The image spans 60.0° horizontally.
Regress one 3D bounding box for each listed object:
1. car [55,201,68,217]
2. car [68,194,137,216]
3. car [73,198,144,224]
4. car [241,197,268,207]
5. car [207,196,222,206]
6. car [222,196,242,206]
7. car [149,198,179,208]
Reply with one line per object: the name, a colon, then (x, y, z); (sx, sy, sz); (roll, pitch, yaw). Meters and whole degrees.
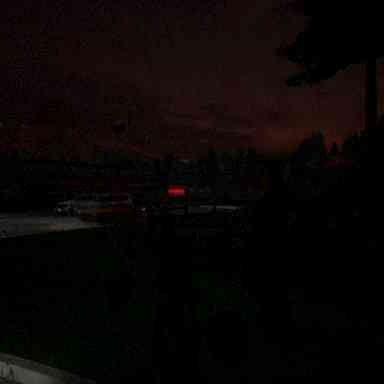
car: (-9.985, 1.201, 31.205); (2.150, 2.045, 5.566); (0, 0, 34)
car: (-7.425, 1.192, 28.742); (2.150, 2.045, 5.566); (0, 0, 34)
car: (-5.946, 1.449, 24.674); (1.882, 1.535, 5.008); (0, 0, 34)
car: (9.170, 1.429, 46.809); (1.895, 1.301, 4.718); (0, 0, 35)
car: (4.228, 1.352, 51.963); (1.837, 1.490, 4.892); (0, 0, 35)
car: (6.766, 1.361, 49.482); (1.812, 1.442, 4.674); (0, 0, 35)
car: (-3.971, 1.508, 46.270); (1.895, 1.301, 4.718); (0, 0, 35)
